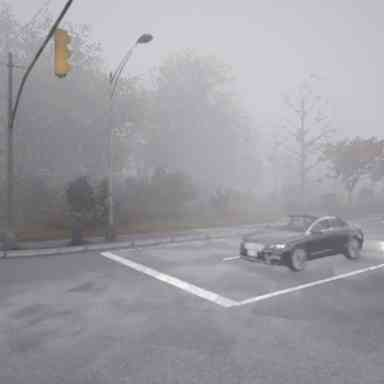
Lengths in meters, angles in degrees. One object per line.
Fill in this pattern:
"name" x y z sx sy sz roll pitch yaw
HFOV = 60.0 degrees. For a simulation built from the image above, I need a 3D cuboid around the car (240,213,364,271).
"car" 3.717 1.487 10.925 4.902 1.511 2.128 0 0 -35
